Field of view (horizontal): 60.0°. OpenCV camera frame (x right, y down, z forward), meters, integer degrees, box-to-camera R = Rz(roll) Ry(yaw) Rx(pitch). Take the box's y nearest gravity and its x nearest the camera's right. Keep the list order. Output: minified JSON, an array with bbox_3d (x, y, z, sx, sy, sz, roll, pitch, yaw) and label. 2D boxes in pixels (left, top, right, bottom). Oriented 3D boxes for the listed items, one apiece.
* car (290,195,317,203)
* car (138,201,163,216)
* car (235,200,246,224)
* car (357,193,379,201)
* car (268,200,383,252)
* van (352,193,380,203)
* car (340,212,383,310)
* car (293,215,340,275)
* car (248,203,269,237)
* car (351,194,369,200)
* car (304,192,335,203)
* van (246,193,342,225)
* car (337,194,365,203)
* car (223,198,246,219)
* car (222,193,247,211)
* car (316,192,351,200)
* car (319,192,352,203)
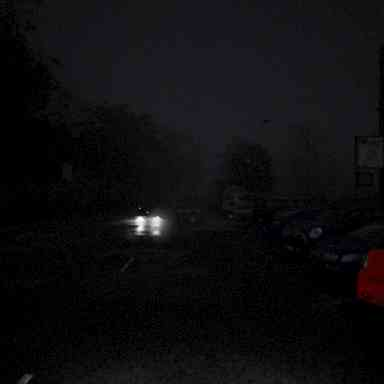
[{"bbox_3d":[21.073,1.363,63.070,2.163,1.488,4.792,0,-1,-21],"label":"car"},{"bbox_3d":[-3.944,1.514,31.908,1.895,1.301,4.718,0,0,1],"label":"car"},{"bbox_3d":[5.424,1.465,21.011,4.674,1.452,2.002,1,0,-20],"label":"car"},{"bbox_3d":[24.324,1.120,46.198,2.435,2.045,5.566,-1,1,-21],"label":"car"},{"bbox_3d":[5.431,1.323,12.005,4.553,1.767,2.185,1,0,-20],"label":"car"},{"bbox_3d":[33.132,1.112,63.446,1.878,1.987,4.442,0,-1,-21],"label":"van"},{"bbox_3d":[5.343,1.339,5.988,4.553,1.767,2.185,1,0,-20],"label":"car"},{"bbox_3d":[5.387,1.496,8.997,4.674,1.452,2.002,1,0,-20],"label":"car"},{"bbox_3d":[5.398,1.440,15.008,5.008,1.535,2.097,1,0,-20],"label":"car"},{"bbox_3d":[21.358,1.400,46.124,2.163,1.488,4.792,-1,1,-22],"label":"car"},{"bbox_3d":[24.096,1.083,63.146,2.435,2.045,5.566,0,-1,-21],"label":"car"},{"bbox_3d":[5.525,1.208,18.053,4.442,1.987,1.878,1,0,-20],"label":"van"},{"bbox_3d":[30.152,1.211,63.300,2.185,1.767,4.553,1,-1,-21],"label":"car"},{"bbox_3d":[5.247,1.412,23.953,5.366,1.575,1.946,1,0,-20],"label":"car"},{"bbox_3d":[5.448,1.151,30.045,5.566,2.045,2.435,1,0,-20],"label":"car"},{"bbox_3d":[18.443,1.119,46.013,2.435,2.045,5.566,0,1,-21],"label":"car"},{"bbox_3d":[27.156,1.083,63.177,2.435,2.045,5.566,1,-1,-21],"label":"car"}]
